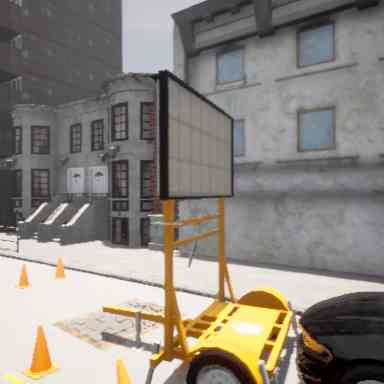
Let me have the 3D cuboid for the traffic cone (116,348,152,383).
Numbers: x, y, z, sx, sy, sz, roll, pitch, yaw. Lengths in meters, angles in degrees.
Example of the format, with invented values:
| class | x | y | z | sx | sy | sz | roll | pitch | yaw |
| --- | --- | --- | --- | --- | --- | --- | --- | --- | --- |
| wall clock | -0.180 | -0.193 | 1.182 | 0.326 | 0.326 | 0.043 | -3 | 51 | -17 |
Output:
| class | x | y | z | sx | sy | sz | roll | pitch | yaw |
| --- | --- | --- | --- | --- | --- | --- | --- | --- | --- |
| traffic cone | -0.666 | 1.940 | 3.285 | 0.340 | 0.580 | 0.340 | -20 | -11 | 31 |

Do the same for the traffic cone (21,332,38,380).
| class | x | y | z | sx | sy | sz | roll | pitch | yaw |
| --- | --- | --- | --- | --- | --- | --- | --- | --- | --- |
| traffic cone | -1.930 | 1.988 | 4.252 | 0.340 | 0.580 | 0.340 | -1 | 0 | 34 |

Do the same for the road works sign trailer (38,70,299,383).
| class | x | y | z | sx | sy | sz | roll | pitch | yaw |
| --- | --- | --- | --- | --- | --- | --- | --- | --- | --- |
| road works sign trailer | -0.039 | 0.484 | 4.544 | 2.880 | 3.560 | 2.380 | 0 | 0 | 23 |

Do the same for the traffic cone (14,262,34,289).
| class | x | y | z | sx | sy | sz | roll | pitch | yaw |
| --- | --- | --- | --- | --- | --- | --- | --- | --- | --- |
| traffic cone | -4.119 | 2.021 | 8.152 | 0.340 | 0.580 | 0.340 | -1 | 0 | 34 |

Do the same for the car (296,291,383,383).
| class | x | y | z | sx | sy | sz | roll | pitch | yaw |
| --- | --- | --- | --- | --- | --- | --- | --- | --- | --- |
| car | 3.467 | 1.473 | 2.789 | 5.008 | 1.535 | 1.882 | -1 | -1 | 31 |
